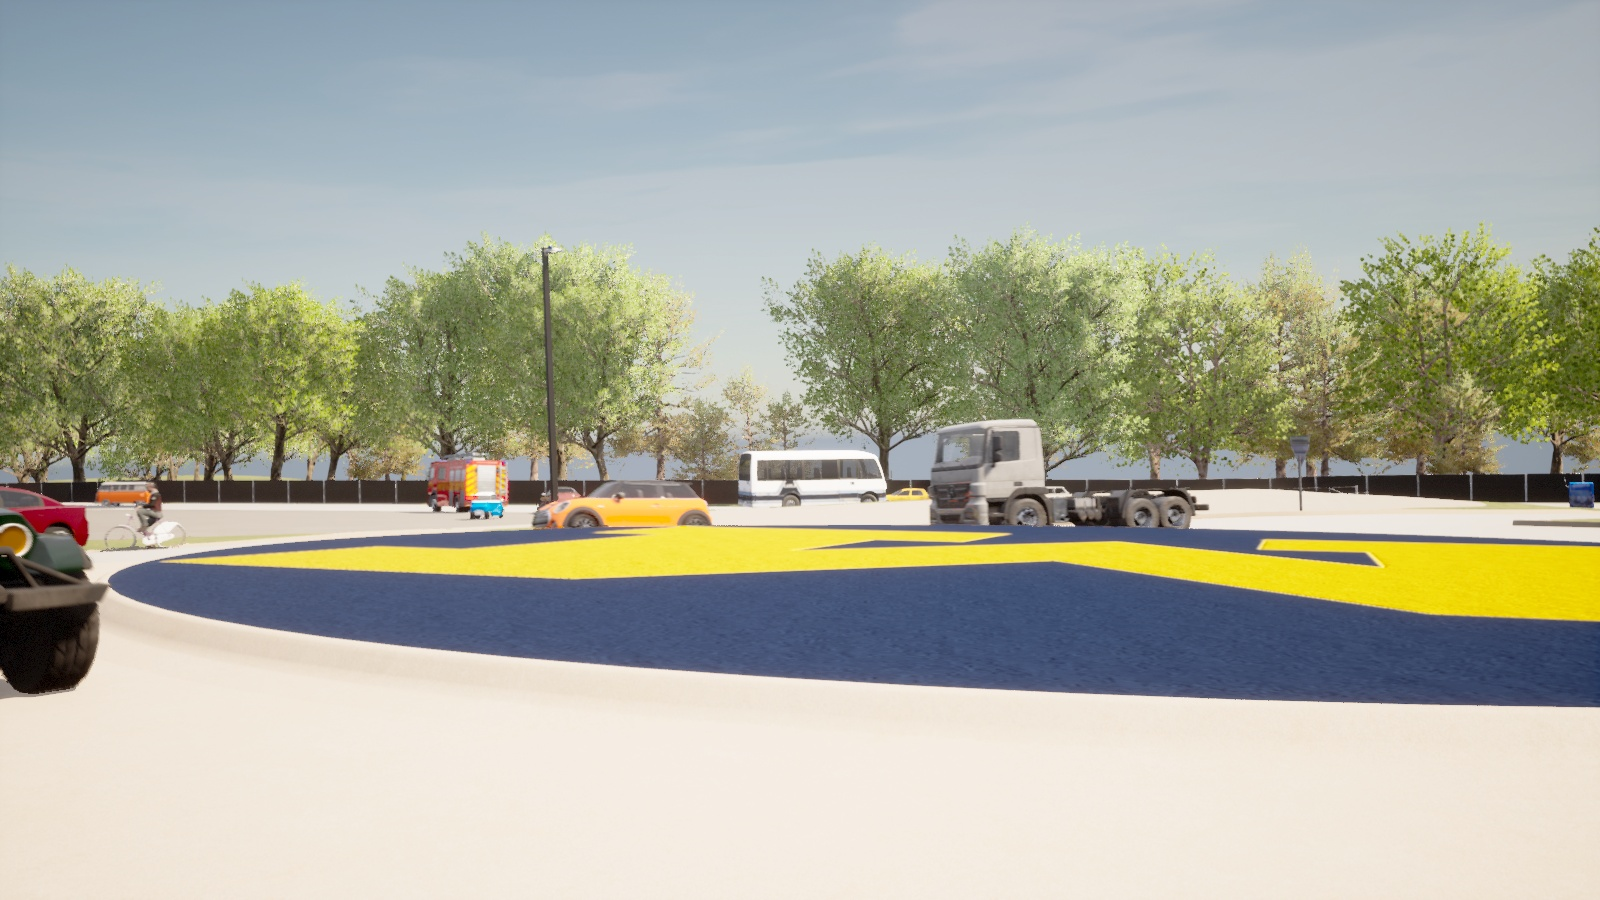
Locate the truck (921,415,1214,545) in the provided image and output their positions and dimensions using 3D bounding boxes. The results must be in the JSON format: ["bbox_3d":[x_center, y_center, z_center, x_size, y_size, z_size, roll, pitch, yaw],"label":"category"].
[{"bbox_3d":[7.742,0.860,36.284,7.936,3.462,2.891,0,-3,-23],"label":"truck"}]

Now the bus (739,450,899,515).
[{"bbox_3d":[1.308,2.174,86.407,10.273,4.253,3.944,0,0,-19],"label":"bus"}]

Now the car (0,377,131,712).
[{"bbox_3d":[-6.270,0.538,7.812,3.866,1.878,1.905,0,-1,29],"label":"car"}]

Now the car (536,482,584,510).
[{"bbox_3d":[-14.725,2.804,76.882,2.152,1.651,5.027,1,-2,-19],"label":"car"}]

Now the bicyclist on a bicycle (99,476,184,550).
[{"bbox_3d":[-16.801,1.600,32.051,1.843,1.776,0.659,-2,-2,-28],"label":"bicyclist on a bicycle"}]

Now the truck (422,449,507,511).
[{"bbox_3d":[-22.414,2.052,83.481,2.891,3.827,8.468,2,-3,-33],"label":"truck"}]

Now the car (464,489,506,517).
[{"bbox_3d":[-15.854,2.667,63.217,1.481,1.376,2.207,-1,-1,3],"label":"car"}]

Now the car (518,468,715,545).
[{"bbox_3d":[-4.686,1.515,32.266,4.553,1.767,2.097,3,-7,-29],"label":"car"}]

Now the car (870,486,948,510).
[{"bbox_3d":[7.773,3.445,89.880,5.366,1.575,1.801,0,1,0],"label":"car"}]

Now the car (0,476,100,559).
[{"bbox_3d":[-15.763,1.274,23.292,1.882,1.535,5.008,-2,-2,15],"label":"car"}]
